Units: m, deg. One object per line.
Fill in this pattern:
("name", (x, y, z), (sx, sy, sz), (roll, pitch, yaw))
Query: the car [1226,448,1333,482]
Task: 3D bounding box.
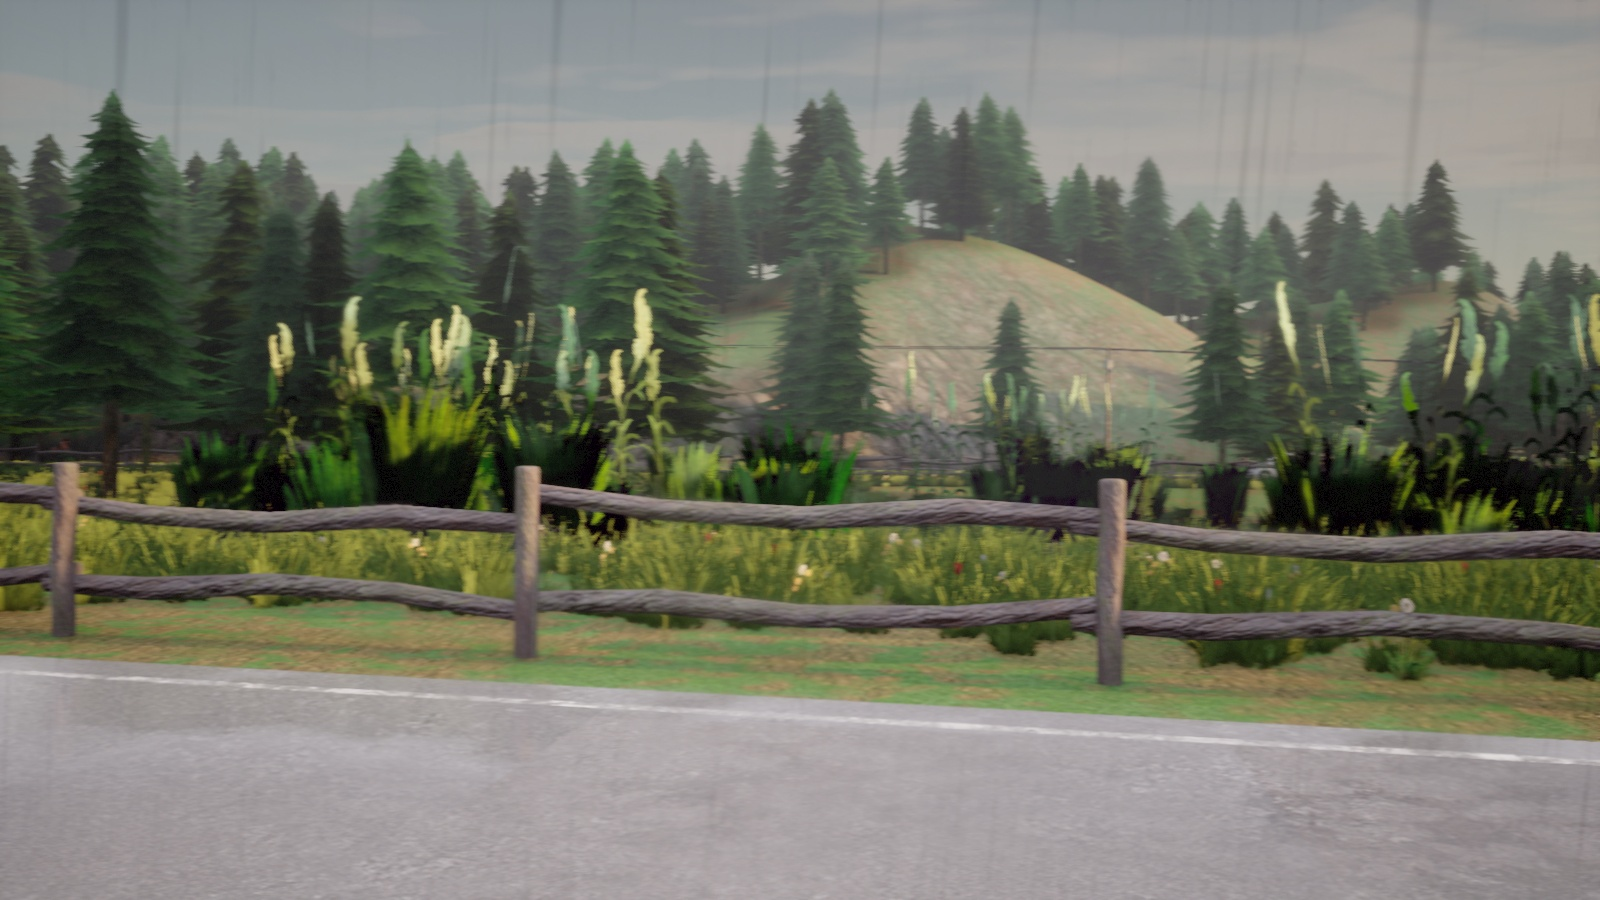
("car", (24.381, 0.756, 64.006), (4.611, 1.667, 2.242), (0, 0, 5))
